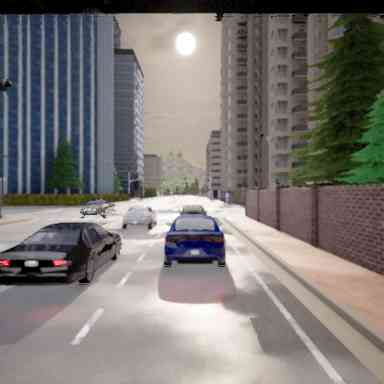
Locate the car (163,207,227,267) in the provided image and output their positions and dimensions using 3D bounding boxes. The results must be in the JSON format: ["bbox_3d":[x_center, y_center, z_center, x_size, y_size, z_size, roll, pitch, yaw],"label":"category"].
[{"bbox_3d":[0.089,1.513,11.638,1.882,1.535,5.008,0,0,0],"label":"car"}]

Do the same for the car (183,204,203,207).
[{"bbox_3d":[0.092,1.572,22.193,1.837,1.490,4.892,0,0,0],"label":"car"}]

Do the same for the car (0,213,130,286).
[{"bbox_3d":[-3.402,1.577,9.560,2.033,1.411,5.357,0,0,0],"label":"car"}]

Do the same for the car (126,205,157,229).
[{"bbox_3d":[-3.412,1.593,22.167,1.812,1.442,4.674,0,0,0],"label":"car"}]

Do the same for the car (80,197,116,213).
[{"bbox_3d":[-7.009,1.192,25.224,1.837,1.490,4.892,0,0,0],"label":"car"}]
